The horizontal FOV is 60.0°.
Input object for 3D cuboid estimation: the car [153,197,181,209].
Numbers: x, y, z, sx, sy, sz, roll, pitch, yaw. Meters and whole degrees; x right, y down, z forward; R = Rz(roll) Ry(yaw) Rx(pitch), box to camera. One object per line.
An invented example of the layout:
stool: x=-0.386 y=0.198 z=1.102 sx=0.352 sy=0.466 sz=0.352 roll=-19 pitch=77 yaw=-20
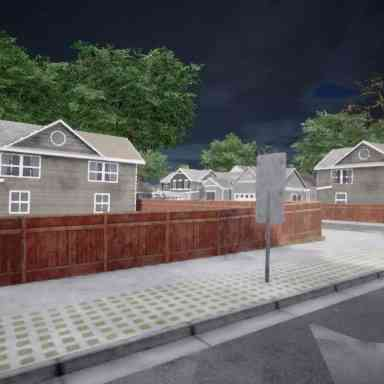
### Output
car: x=-2.609 y=1.588 z=36.902 sx=2.150 sy=2.045 sz=5.566 roll=3 pitch=-2 yaw=-37
